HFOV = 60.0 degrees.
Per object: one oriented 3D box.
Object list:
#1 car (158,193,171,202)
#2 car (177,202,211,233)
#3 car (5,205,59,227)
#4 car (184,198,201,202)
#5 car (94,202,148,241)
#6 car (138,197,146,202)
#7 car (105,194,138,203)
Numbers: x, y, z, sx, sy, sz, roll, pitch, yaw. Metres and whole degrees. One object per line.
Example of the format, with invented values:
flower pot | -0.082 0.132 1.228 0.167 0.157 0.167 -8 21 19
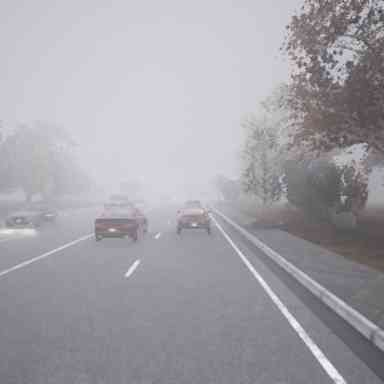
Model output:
car | -5.979 1.133 72.993 2.150 2.045 5.566 0 0 5
car | 0.109 1.525 19.630 1.812 1.442 4.674 0 0 0
car | -10.591 1.563 22.315 1.994 1.385 4.181 0 0 0
car | 0.118 1.491 40.720 2.128 1.511 4.902 0 0 0
car | -3.406 1.477 16.729 1.882 1.535 5.008 0 0 0
car | -10.114 1.597 63.038 1.895 1.301 4.718 0 0 3
car | -7.084 1.224 32.683 2.150 2.045 5.566 0 0 0
